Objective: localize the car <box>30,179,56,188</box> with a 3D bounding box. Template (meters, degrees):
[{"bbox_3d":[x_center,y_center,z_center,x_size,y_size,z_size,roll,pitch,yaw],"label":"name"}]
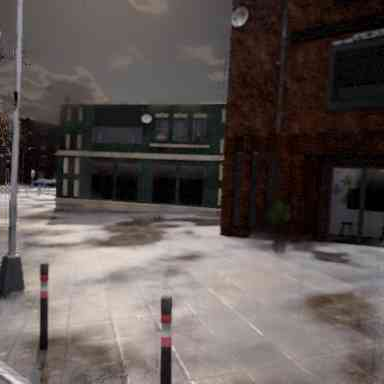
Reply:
[{"bbox_3d":[-29.851,-1.815,65.841,4.553,1.767,2.185,4,3,22],"label":"car"}]

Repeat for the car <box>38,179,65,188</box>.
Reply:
[{"bbox_3d":[-28.865,-1.756,68.425,5.008,1.535,2.097,4,3,22],"label":"car"}]
